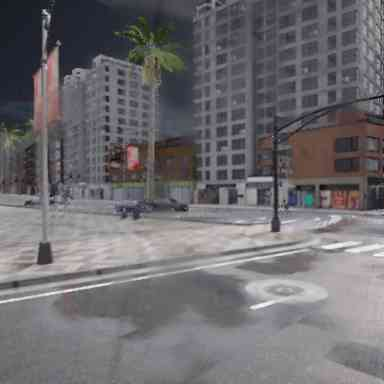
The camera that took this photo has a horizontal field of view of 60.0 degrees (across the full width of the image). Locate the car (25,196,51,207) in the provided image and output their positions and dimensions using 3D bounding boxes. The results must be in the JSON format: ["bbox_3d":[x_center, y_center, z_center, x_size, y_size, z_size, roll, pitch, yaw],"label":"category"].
[{"bbox_3d":[-22.605,1.326,48.047,4.674,1.442,1.812,0,0,44],"label":"car"}]

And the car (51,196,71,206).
[{"bbox_3d":[-19.936,1.316,49.981,4.674,1.442,1.812,0,0,44],"label":"car"}]

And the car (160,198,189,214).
[{"bbox_3d":[-2.500,1.361,33.970,5.008,1.535,1.882,0,0,41],"label":"car"}]

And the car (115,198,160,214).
[{"bbox_3d":[-5.609,1.418,32.364,4.674,1.442,1.812,0,0,41],"label":"car"}]
